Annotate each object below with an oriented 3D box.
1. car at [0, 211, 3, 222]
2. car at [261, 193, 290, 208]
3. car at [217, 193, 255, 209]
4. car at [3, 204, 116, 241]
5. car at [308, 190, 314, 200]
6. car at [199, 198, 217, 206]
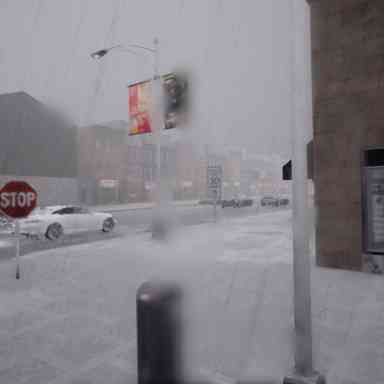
[{"bbox_3d":[-13.162,1.183,21.712,2.150,2.045,5.566,-2,0,35],"label":"car"},{"bbox_3d":[9.154,0.898,36.280,2.128,1.511,4.902,-2,0,35],"label":"car"},{"bbox_3d":[5.033,0.871,36.059,2.097,1.767,4.553,-2,0,35],"label":"car"},{"bbox_3d":[-5.612,1.281,15.135,1.812,1.442,4.674,-2,0,35],"label":"car"},{"bbox_3d":[20.813,0.380,58.650,2.097,1.767,4.553,-2,0,34],"label":"car"},{"bbox_3d":[2.884,1.177,44.622,1.895,1.301,4.718,-2,0,35],"label":"car"}]
